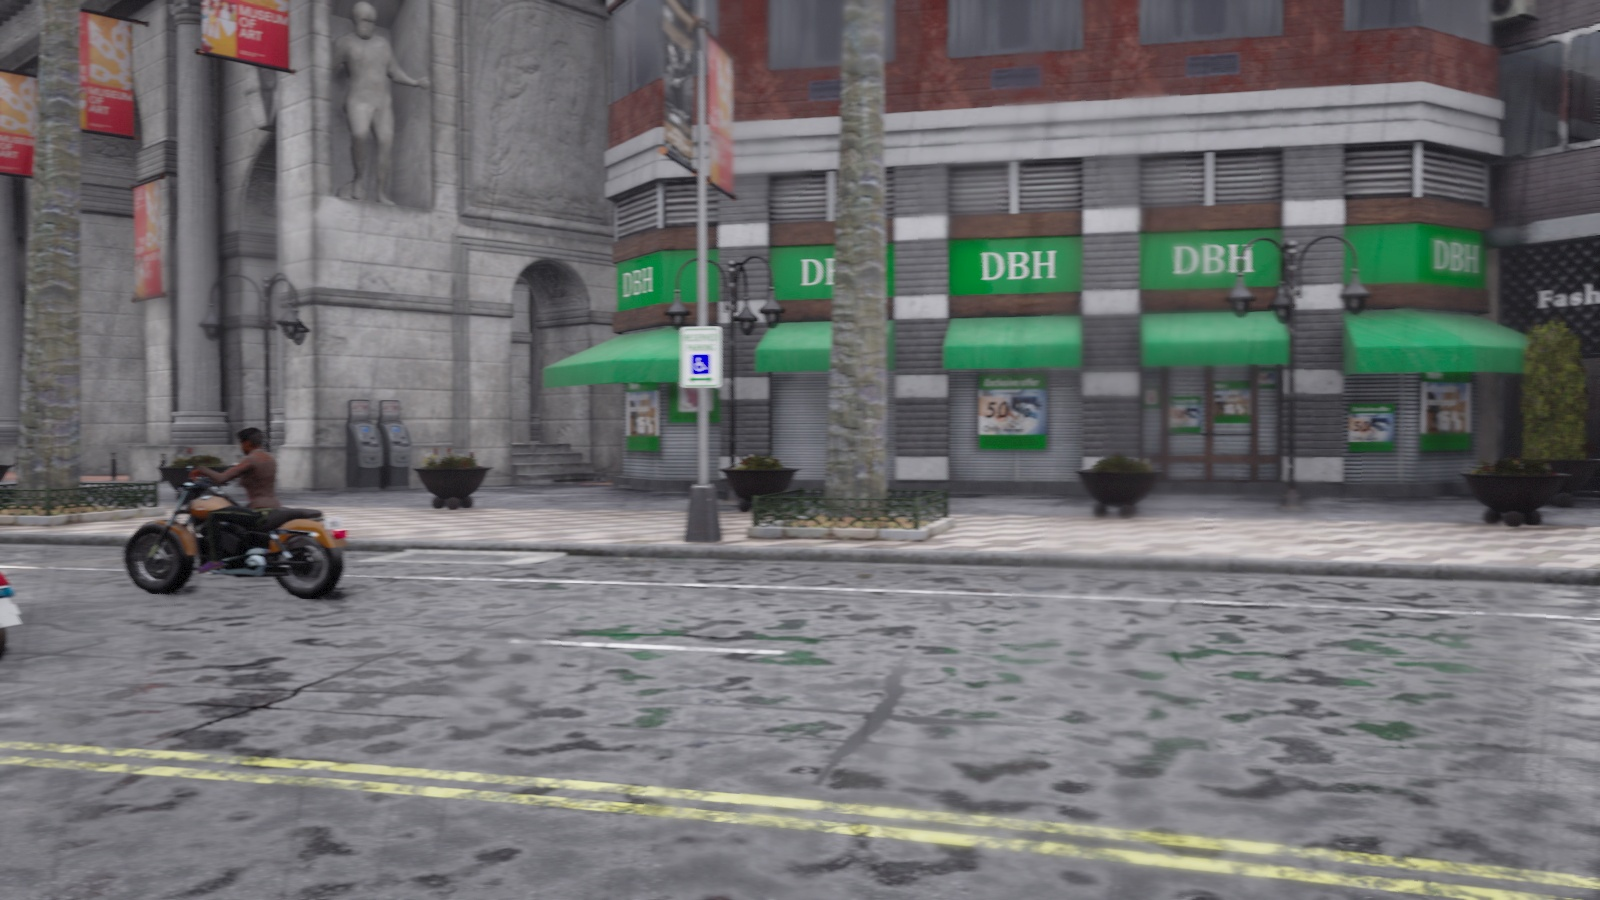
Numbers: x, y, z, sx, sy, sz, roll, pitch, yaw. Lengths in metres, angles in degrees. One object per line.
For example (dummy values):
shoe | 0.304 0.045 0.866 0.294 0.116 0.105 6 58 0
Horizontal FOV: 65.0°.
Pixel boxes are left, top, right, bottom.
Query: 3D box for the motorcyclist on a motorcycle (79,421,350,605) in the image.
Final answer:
motorcyclist on a motorcycle | -5.550 0.555 11.931 2.350 1.649 0.766 0 1 13

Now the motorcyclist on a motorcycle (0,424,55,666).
motorcyclist on a motorcycle | -6.132 0.614 8.465 1.817 1.590 0.866 0 1 14
